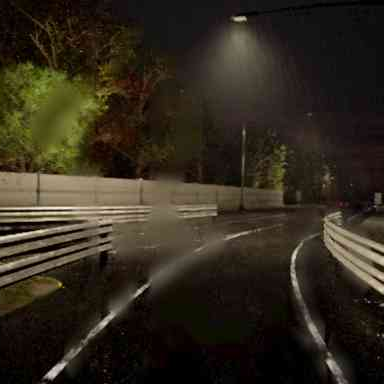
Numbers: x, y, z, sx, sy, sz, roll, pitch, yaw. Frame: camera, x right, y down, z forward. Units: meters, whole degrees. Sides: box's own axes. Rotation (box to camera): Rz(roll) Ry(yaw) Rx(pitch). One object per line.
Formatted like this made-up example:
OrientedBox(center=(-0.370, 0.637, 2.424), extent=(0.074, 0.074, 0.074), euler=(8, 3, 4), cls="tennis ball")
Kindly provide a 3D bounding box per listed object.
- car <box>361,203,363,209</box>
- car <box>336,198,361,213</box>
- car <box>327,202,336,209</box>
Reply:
OrientedBox(center=(29.088, 2.257, 59.229), extent=(2.097, 1.767, 4.553), euler=(1, 0, 31), cls="car")
OrientedBox(center=(23.812, 1.986, 50.419), extent=(2.150, 2.045, 5.566), euler=(2, 0, 31), cls="car")
OrientedBox(center=(25.927, 2.430, 60.769), extent=(1.895, 1.301, 4.718), euler=(1, 0, 31), cls="car")
